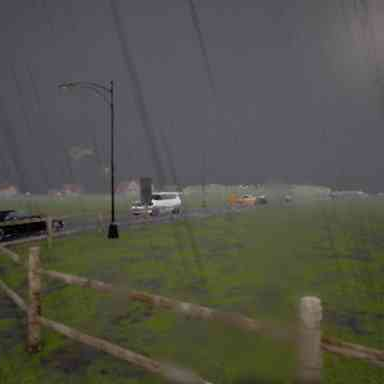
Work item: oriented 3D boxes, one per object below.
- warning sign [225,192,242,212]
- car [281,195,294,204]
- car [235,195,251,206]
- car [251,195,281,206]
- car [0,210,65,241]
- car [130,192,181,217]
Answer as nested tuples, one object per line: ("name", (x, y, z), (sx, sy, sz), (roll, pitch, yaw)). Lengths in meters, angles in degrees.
("warning sign", (3.922, 0.917, 31.281), (1.300, 1.860, 1.060), (-1, 0, 31))
("car", (15.684, 1.218, 55.814), (1.812, 1.442, 4.674), (0, 0, 31))
("car", (7.751, 1.218, 47.971), (1.882, 1.535, 5.008), (0, 0, 31))
("car", (10.472, 1.209, 46.973), (1.882, 1.535, 5.008), (0, 0, 31))
("car", (-8.480, 1.519, 15.889), (1.895, 1.301, 4.718), (0, 0, 28))
("car", (-3.131, 1.063, 29.787), (2.150, 2.045, 5.566), (0, 0, 31))
